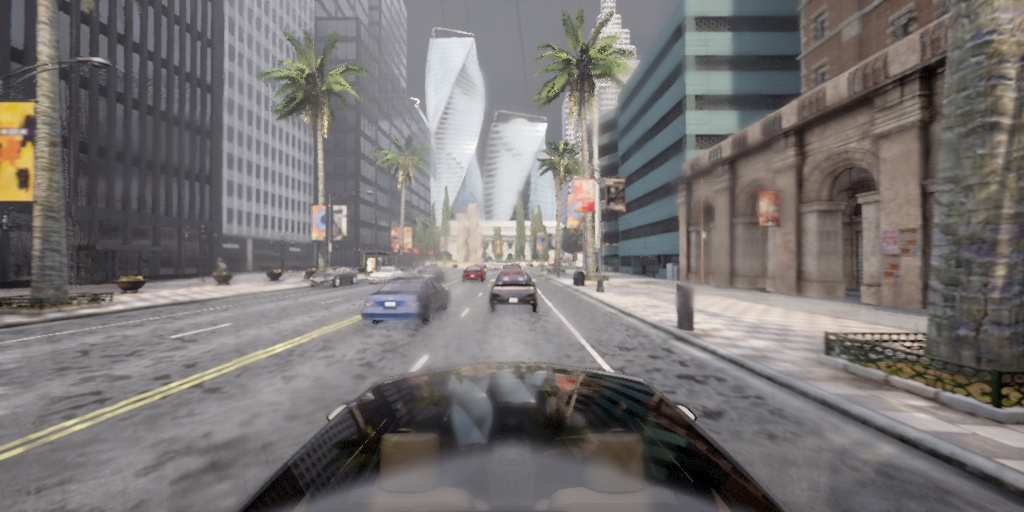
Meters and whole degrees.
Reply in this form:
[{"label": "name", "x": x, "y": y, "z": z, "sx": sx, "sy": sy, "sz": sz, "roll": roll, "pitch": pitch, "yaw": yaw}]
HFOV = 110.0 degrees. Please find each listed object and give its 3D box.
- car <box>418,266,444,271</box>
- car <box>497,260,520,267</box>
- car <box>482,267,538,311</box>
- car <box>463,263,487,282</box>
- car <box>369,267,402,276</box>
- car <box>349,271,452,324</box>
[{"label": "car", "x": -7.161, "y": 1.612, "z": 31.808, "sx": 2.128, "sy": 1.511, "sz": 4.902, "roll": 0, "pitch": -1, "yaw": 0}, {"label": "car", "x": 0.031, "y": 1.475, "z": 32.223, "sx": 2.097, "sy": 1.767, "sz": 4.553, "roll": 0, "pitch": -1, "yaw": 0}, {"label": "car", "x": 0.068, "y": 1.408, "z": 15.327, "sx": 2.128, "sy": 1.511, "sz": 4.902, "roll": 0, "pitch": -1, "yaw": 0}, {"label": "car", "x": -3.472, "y": 1.624, "z": 34.034, "sx": 1.882, "sy": 1.535, "sz": 5.008, "roll": 0, "pitch": -1, "yaw": 0}, {"label": "car", "x": -10.660, "y": 1.633, "z": 30.661, "sx": 1.812, "sy": 1.442, "sz": 4.674, "roll": 0, "pitch": -1, "yaw": 0}, {"label": "car", "x": -3.426, "y": 1.432, "z": 12.592, "sx": 2.033, "sy": 1.411, "sz": 5.357, "roll": 0, "pitch": -1, "yaw": 0}]
